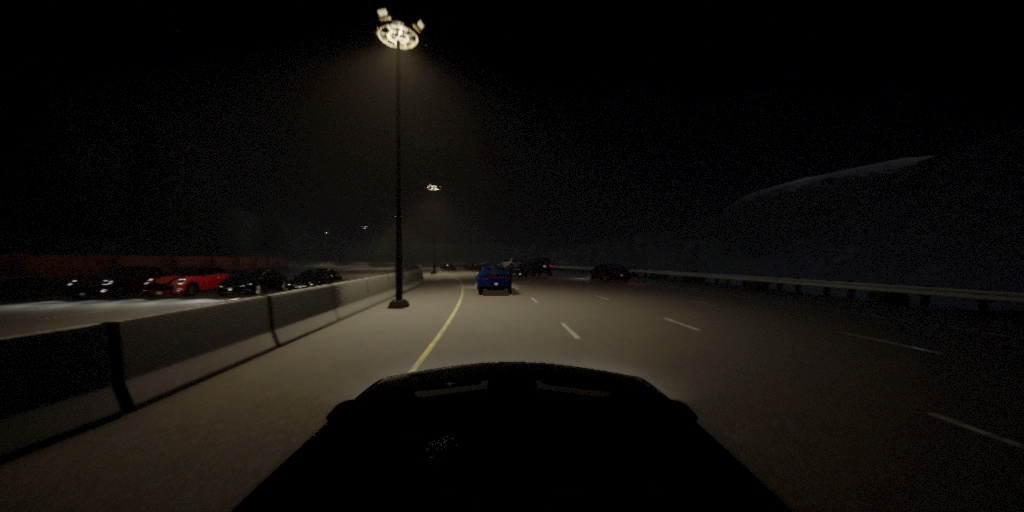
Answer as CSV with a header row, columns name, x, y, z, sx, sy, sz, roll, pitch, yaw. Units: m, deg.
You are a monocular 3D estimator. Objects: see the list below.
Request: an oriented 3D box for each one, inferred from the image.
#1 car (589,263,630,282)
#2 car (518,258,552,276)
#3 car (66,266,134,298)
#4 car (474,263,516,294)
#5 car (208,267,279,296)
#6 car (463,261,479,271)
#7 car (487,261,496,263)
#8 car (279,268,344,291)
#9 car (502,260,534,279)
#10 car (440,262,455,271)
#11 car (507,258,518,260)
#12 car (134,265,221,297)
name,x,y,z,sx,sy,sz,roll,pitch,yaw
car,8.174,1.373,30.539,1.882,1.535,5.008,0,0,-10
car,2.760,1.219,40.271,2.150,2.045,5.566,0,0,-14
car,-22.213,1.387,20.515,2.097,1.767,4.553,0,0,-8
car,-1.157,1.373,21.838,1.882,1.535,5.008,0,0,-7
car,-15.269,1.546,21.409,1.837,1.490,4.892,0,0,-8
car,-6.644,1.542,59.497,2.097,1.767,4.553,0,0,-21
car,-3.761,1.679,61.760,2.128,1.511,4.902,0,0,-20
car,-11.793,1.493,21.806,1.837,1.490,4.892,0,-1,-8
car,0.228,1.471,35.286,2.128,1.511,4.902,0,0,-12
car,-10.995,1.721,61.059,2.128,1.511,4.902,0,0,-21
car,-0.115,1.389,62.241,2.150,2.045,5.566,0,0,-21
car,-18.743,1.376,20.978,2.097,1.767,4.553,0,0,-8
